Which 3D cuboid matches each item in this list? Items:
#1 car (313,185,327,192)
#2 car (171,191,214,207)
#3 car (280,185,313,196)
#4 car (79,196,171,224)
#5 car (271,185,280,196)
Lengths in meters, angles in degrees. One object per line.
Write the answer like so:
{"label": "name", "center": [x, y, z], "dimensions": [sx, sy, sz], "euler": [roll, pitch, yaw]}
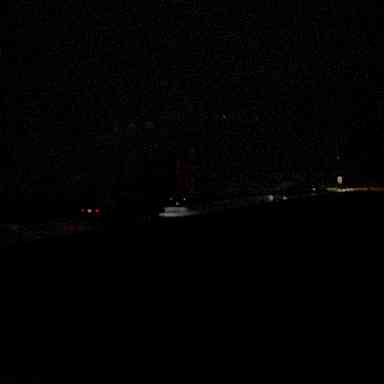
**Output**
{"label": "car", "center": [19.912, -0.508, 52.813], "dimensions": [1.994, 1.385, 4.181], "euler": [0, 2, 35]}
{"label": "car", "center": [0.036, 0.588, 29.811], "dimensions": [1.895, 1.301, 4.718], "euler": [0, 2, 35]}
{"label": "car", "center": [13.973, -0.231, 44.384], "dimensions": [2.128, 1.511, 4.902], "euler": [0, 2, 36]}
{"label": "car", "center": [-3.893, 0.938, 19.382], "dimensions": [2.033, 1.411, 5.357], "euler": [0, 2, 35]}
{"label": "car", "center": [12.963, -0.326, 47.829], "dimensions": [1.882, 1.535, 5.008], "euler": [0, 2, 36]}
